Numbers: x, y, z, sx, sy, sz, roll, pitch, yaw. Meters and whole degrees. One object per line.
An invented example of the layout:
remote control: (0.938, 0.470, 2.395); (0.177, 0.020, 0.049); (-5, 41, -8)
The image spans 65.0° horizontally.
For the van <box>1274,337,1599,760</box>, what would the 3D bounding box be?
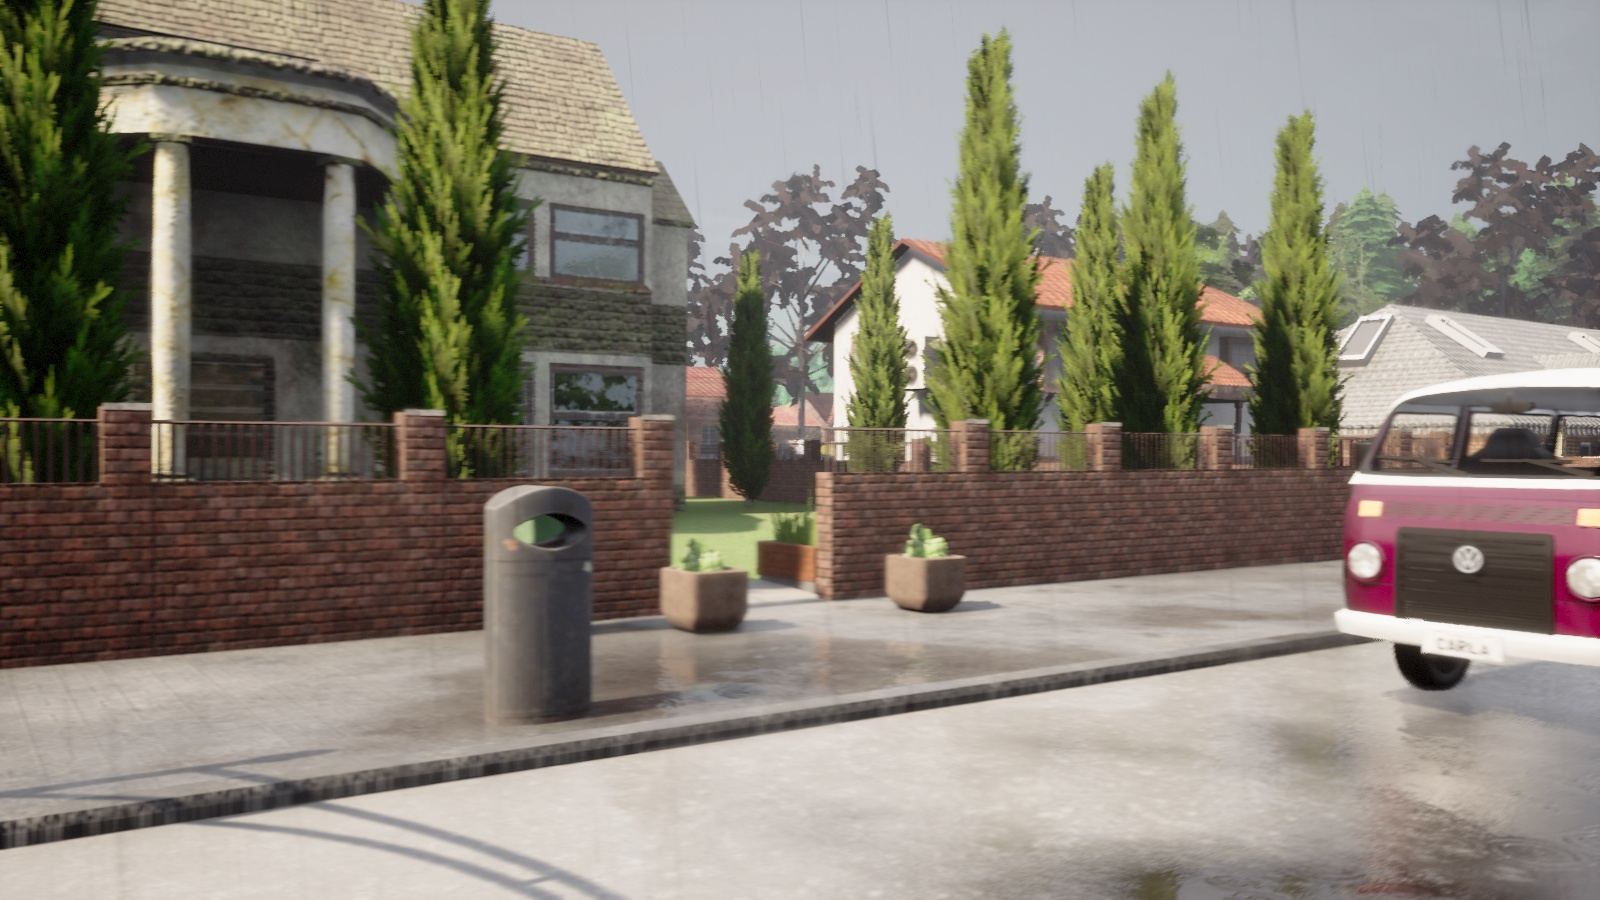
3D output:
van: (5.268, 0.477, 7.936); (4.480, 2.038, 2.069); (0, 0, -35)
